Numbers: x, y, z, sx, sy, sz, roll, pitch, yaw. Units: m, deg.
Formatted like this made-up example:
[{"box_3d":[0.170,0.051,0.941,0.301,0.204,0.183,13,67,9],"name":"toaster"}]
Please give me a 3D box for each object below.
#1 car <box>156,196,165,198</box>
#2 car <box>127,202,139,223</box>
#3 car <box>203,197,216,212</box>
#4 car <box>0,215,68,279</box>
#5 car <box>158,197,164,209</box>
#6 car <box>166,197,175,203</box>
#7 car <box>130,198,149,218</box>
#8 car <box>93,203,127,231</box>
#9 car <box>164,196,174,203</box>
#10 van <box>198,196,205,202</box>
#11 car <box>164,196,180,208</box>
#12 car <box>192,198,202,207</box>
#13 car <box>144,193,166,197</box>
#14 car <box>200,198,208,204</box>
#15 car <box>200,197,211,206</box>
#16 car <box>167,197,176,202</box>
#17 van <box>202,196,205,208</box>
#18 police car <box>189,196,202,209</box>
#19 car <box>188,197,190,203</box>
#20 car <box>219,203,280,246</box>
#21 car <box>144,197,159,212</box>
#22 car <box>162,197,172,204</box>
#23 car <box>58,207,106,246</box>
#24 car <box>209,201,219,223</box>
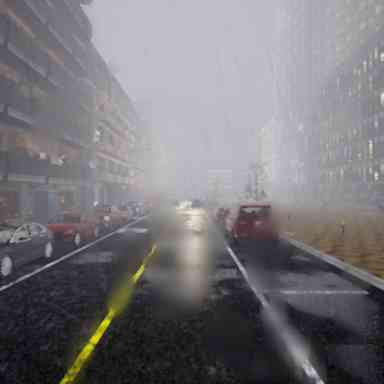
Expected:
[{"box_3d":[-5.693,1.935,65.358,1.887,1.381,4.507,0,0,0],"name":"car"},{"box_3d":[-5.693,1.730,26.672,1.802,1.307,4.206,0,0,0],"name":"car"},{"box_3d":[2.688,1.774,43.422,1.752,1.417,4.829,0,0,0],"name":"car"},{"box_3d":[-5.693,1.605,10.092,2.008,1.369,4.403,0,0,0],"name":"car"},{"box_3d":[-5.692,1.826,48.778,1.887,1.381,4.507,0,0,0],"name":"car"},{"box_3d":[-5.691,2.095,87.464,2.008,1.369,4.403,0,0,0],"name":"car"},{"box_3d":[-5.694,1.621,32.199,1.967,1.590,4.097,0,0,0],"name":"car"},{"box_3d":[-5.694,1.557,21.146,1.967,1.590,4.097,0,0,0],"name":"car"},{"box_3d":[-5.694,1.821,81.939,2.192,1.841,5.009,0,0,0],"name":"car"},{"box_3d":[2.687,1.927,92.991,1.690,1.788,3.998,0,0,0],"name":"van"},{"box_3d":[-3.055,1.803,55.666,1.882,1.535,5.008,0,0,1],"name":"car"},{"box_3d":[0.902,1.872,61.776,1.837,1.490,4.892,0,0,0],"name":"car"},{"box_3d":[-7.387,1.366,67.129,2.045,2.150,5.566,16,4,29],"name":"car"},{"box_3d":[2.688,2.049,76.411,1.802,1.307,4.206,0,0,0],"name":"car"},{"box_3d":[2.687,1.831,65.358,1.967,1.590,4.097,0,0,0],"name":"car"},{"box_3d":[-5.692,2.136,92.991,2.008,1.369,4.403,0,0,0],"name":"car"},{"box_3d":[2.687,1.623,48.778,1.690,1.788,3.998,0,0,0],"name":"van"},{"box_3d":[0.903,1.727,51.886,1.930,1.638,5.238,0,0,0],"name":"police car"},{"box_3d":[0.004,1.945,86.163,1.837,1.490,4.892,0,0,0],"name":"car"},{"box_3d":[2.686,1.401,15.619,2.192,1.841,5.009,0,0,0],"name":"car"},{"box_3d":[-5.693,1.771,43.082,1.752,1.417,4.829,0,0,0],"name":"car"},{"box_3d":[-5.693,1.991,76.242,1.752,1.417,4.829,0,0,0],"name":"car"},{"box_3d":[-5.693,1.630,15.618,1.887,1.381,4.507,0,0,0],"name":"car"},{"box_3d":[2.687,1.694,26.672,1.887,1.381,4.507,0,0,0],"name":"car"}]
